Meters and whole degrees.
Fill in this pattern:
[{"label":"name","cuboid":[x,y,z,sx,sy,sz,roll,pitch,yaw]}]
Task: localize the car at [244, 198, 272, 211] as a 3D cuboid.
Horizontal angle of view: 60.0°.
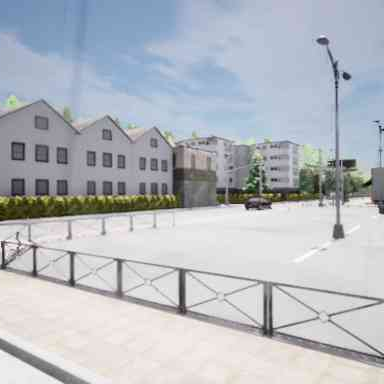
[{"label":"car","cuboid":[8.271,1.467,41.301,1.882,1.535,5.008,-1,0,35]}]
